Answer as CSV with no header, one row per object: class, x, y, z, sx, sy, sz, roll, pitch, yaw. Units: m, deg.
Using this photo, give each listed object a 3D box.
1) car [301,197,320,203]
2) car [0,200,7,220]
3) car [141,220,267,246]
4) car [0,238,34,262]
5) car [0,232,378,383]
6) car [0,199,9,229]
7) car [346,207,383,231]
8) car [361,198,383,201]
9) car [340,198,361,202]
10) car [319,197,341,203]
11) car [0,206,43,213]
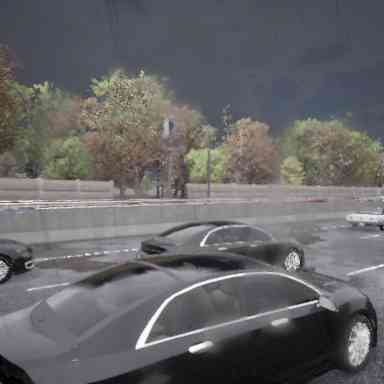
car,19.107,1.483,51.943,5.008,1.535,1.882,0,0,-35
car,-17.405,1.480,25.970,5.008,1.535,1.882,0,0,-35
car,0.951,1.502,8.722,4.892,1.490,1.837,0,0,-35
car,-6.387,1.506,7.790,4.892,1.490,1.837,0,0,-35
car,0.340,1.504,3.993,4.892,1.490,1.837,0,0,-35
car,-13.734,1.354,19.990,4.553,1.767,2.097,0,0,-35
car,11.710,1.591,20.689,4.718,1.301,1.895,0,0,-36
car,24.142,1.506,42.664,4.892,1.490,1.837,0,0,-35
car,23.159,1.605,46.242,4.718,1.301,1.895,0,0,-35
car,21.361,1.569,49.254,4.181,1.385,1.994,0,0,-35
car,-9.878,1.548,18.444,5.357,1.411,2.033,0,0,-35
